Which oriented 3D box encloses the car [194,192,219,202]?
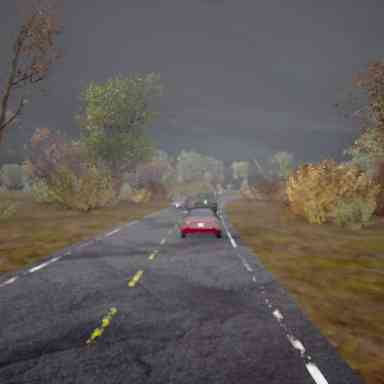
[{"bbox_3d":[1.402,0.975,32.419,2.150,2.045,5.566,0,1,4],"label":"car"}]

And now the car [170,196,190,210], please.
[{"bbox_3d":[-1.329,1.193,37.950,2.128,1.511,4.902,0,1,5],"label":"car"}]

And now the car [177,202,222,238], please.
[{"bbox_3d":[0.490,1.430,17.002,1.994,1.385,4.181,0,0,3],"label":"car"}]
